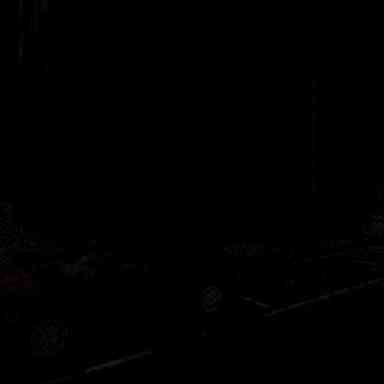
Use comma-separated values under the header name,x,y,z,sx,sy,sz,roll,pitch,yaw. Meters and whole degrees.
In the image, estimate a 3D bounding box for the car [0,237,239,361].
name,x,y,z,sx,sy,sz,roll,pitch,yaw
car,-1.180,1.543,5.914,4.507,1.381,1.887,0,1,-35
